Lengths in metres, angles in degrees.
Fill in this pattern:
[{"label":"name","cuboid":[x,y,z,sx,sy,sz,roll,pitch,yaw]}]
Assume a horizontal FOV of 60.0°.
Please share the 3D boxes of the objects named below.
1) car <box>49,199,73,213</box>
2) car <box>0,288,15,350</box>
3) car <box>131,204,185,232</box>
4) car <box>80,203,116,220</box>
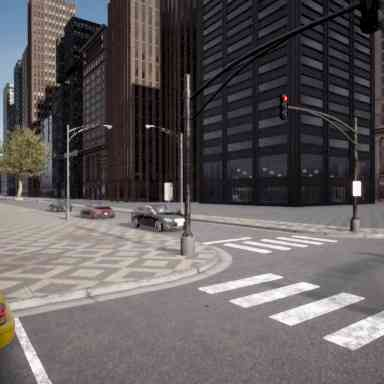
[{"label":"car","cuboid":[-15.531,1.604,39.278,1.837,1.490,4.892,0,0,-36]},{"label":"car","cuboid":[-4.573,1.525,3.389,4.829,1.417,1.752,0,0,-36]},{"label":"car","cuboid":[-2.078,1.534,20.561,2.128,1.511,4.902,0,0,-36]},{"label":"car","cuboid":[-8.322,1.632,29.226,1.994,1.385,4.181,0,0,-36]}]
